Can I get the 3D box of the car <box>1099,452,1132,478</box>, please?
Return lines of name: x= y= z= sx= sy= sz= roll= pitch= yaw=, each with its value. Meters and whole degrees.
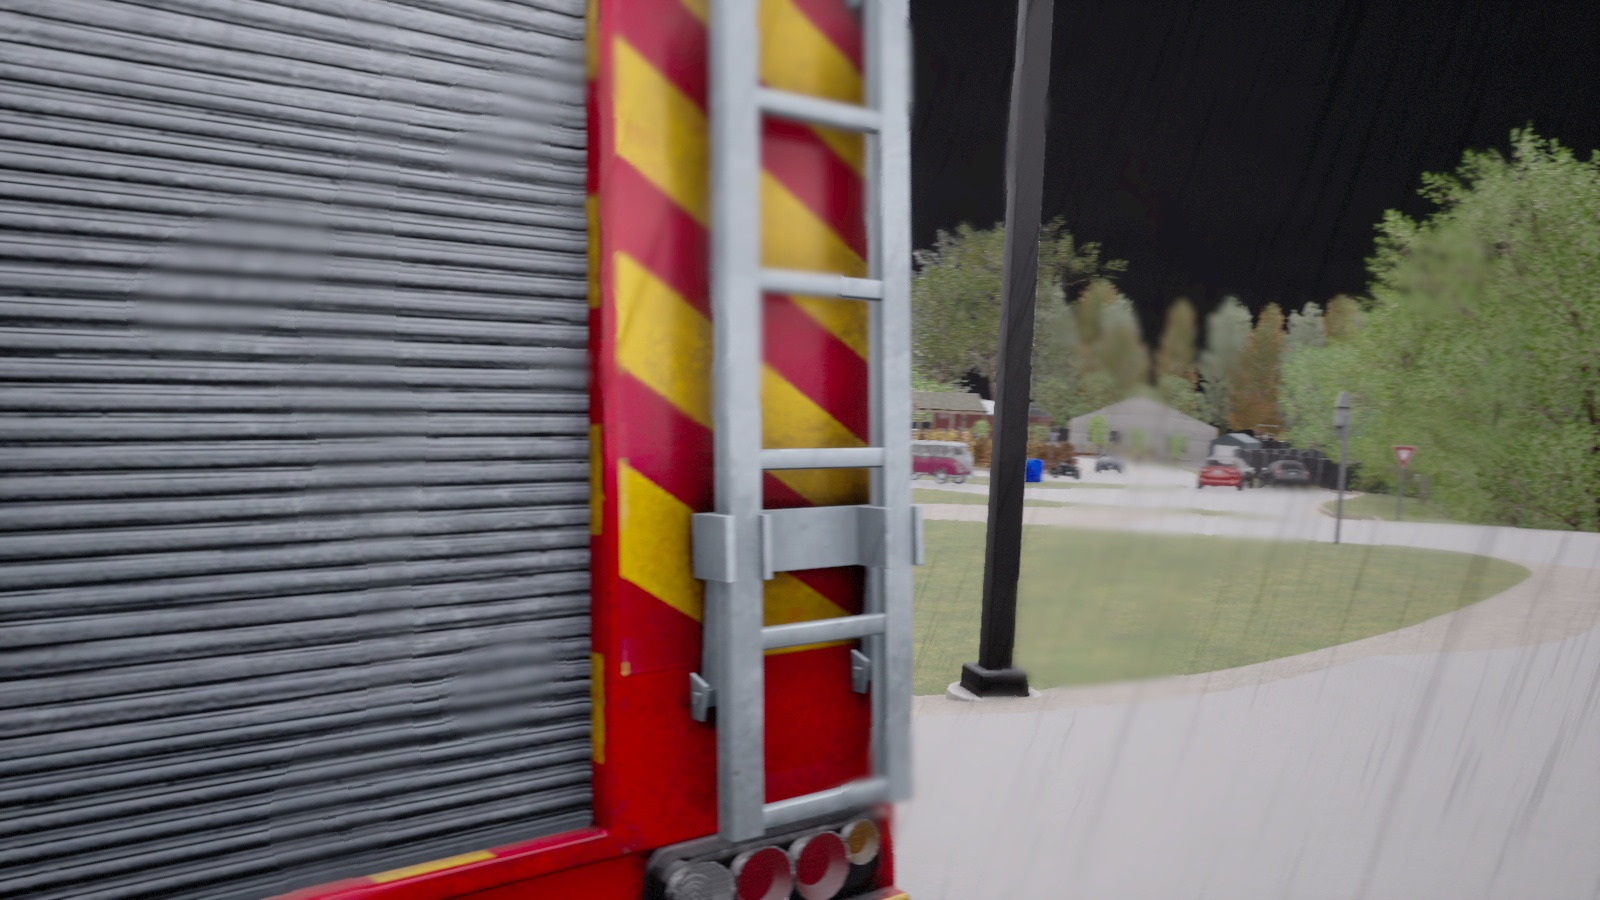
car: x=21.346 y=1.001 z=85.117 sx=1.816 sy=1.474 sz=4.193 roll=4 pitch=3 yaw=11

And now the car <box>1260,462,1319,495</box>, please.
car: x=25.932 y=1.535 z=66.666 sx=1.851 sy=1.617 sz=3.988 roll=3 pitch=-2 yaw=6

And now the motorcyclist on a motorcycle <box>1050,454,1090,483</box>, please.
motorcyclist on a motorcycle: x=16.780 y=1.144 z=78.084 sx=0.766 sy=1.649 sz=2.350 roll=0 pitch=3 yaw=-40

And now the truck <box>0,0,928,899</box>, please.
truck: x=-3.452 y=-0.391 z=5.357 sx=2.891 sy=3.827 sz=8.468 roll=0 pitch=1 yaw=-38

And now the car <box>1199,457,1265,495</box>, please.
car: x=21.742 y=1.273 z=63.064 sx=2.242 sy=1.667 sz=4.611 roll=3 pitch=2 yaw=29

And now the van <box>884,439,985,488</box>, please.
van: x=6.321 y=0.607 z=59.277 sx=4.442 sy=1.987 sz=1.775 roll=5 pitch=2 yaw=41
